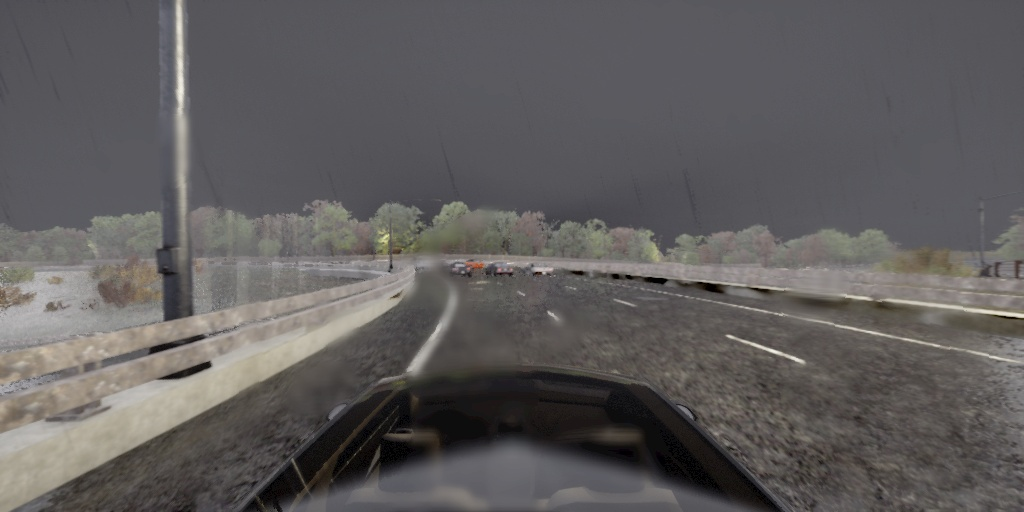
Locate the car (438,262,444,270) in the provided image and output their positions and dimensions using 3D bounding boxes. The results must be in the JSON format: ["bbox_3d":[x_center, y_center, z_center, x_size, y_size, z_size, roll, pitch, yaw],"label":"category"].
[{"bbox_3d":[-9.710,1.468,54.421,2.033,1.411,5.357,-1,0,-28],"label":"car"}]

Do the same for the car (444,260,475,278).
[{"bbox_3d":[-5.212,1.367,35.151,1.812,1.442,4.674,-1,0,-18],"label":"car"}]

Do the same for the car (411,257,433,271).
[{"bbox_3d":[-13.775,1.217,54.524,2.150,2.045,5.566,-1,0,-29],"label":"car"}]

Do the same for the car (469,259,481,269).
[{"bbox_3d":[-5.864,1.201,54.566,2.097,1.767,4.553,-1,0,-28],"label":"car"}]

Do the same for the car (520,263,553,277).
[{"bbox_3d":[2.280,1.305,34.873,1.895,1.301,4.718,-1,0,-17],"label":"car"}]

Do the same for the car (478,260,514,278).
[{"bbox_3d":[-1.406,1.318,35.087,2.033,1.411,5.357,-1,0,-19],"label":"car"}]
